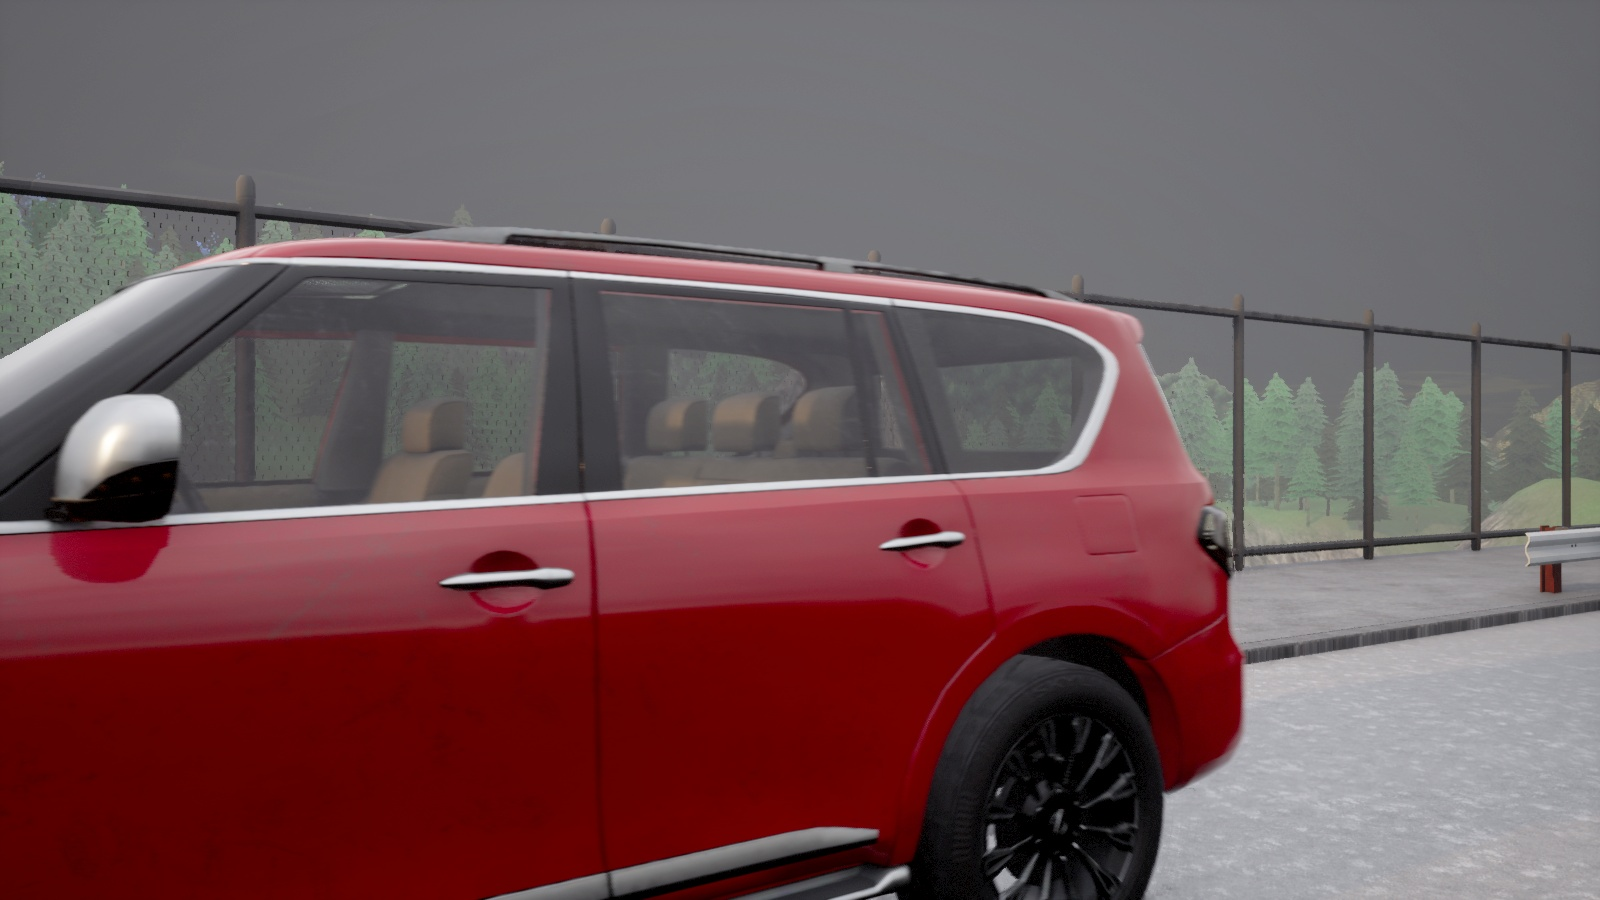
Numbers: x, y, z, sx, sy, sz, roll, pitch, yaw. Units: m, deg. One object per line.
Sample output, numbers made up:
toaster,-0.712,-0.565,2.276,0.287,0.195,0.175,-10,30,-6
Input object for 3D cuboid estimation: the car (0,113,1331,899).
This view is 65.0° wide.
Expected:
car,-1.119,0.475,3.497,5.566,2.045,2.150,0,0,-35
